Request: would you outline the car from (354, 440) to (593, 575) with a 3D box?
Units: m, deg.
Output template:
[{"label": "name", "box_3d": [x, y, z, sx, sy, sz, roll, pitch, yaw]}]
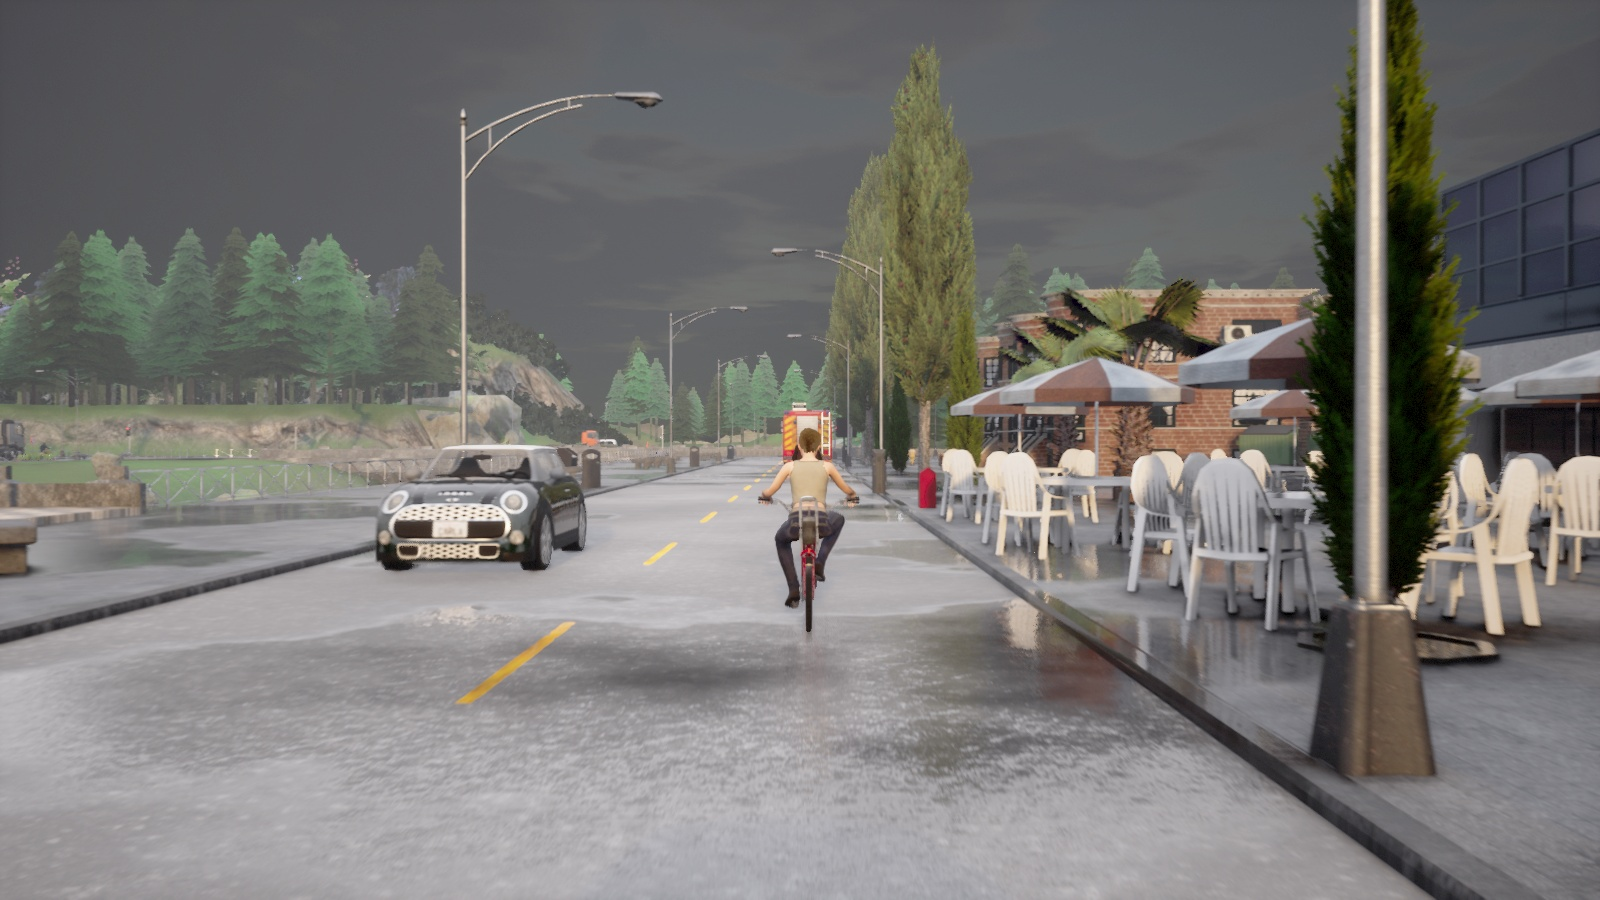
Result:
[{"label": "car", "box_3d": [-3.897, 0.620, 15.672, 1.970, 1.475, 3.806, 0, 0, 0]}]

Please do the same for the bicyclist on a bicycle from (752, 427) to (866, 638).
[{"label": "bicyclist on a bicycle", "box_3d": [0.073, 0.625, 10.324, 0.866, 1.612, 1.509, 0, 0, 0]}]

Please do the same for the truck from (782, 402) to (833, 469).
[{"label": "truck", "box_3d": [0.436, -0.846, 75.909, 2.891, 3.827, 8.468, 0, 0, 0]}]
